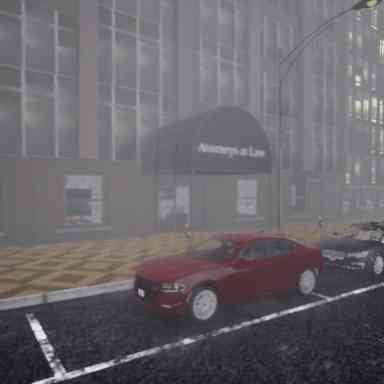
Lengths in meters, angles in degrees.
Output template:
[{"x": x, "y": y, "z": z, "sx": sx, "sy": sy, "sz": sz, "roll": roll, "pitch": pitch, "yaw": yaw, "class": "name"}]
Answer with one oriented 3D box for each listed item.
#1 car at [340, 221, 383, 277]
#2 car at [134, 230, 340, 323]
[{"x": 5.661, "y": 1.620, "z": 10.362, "sx": 4.403, "sy": 1.369, "sz": 2.008, "roll": 1, "pitch": -1, "yaw": -34, "class": "car"}, {"x": 0.964, "y": 1.560, "z": 7.162, "sx": 4.507, "sy": 1.381, "sz": 1.887, "roll": 1, "pitch": -1, "yaw": -34, "class": "car"}]
